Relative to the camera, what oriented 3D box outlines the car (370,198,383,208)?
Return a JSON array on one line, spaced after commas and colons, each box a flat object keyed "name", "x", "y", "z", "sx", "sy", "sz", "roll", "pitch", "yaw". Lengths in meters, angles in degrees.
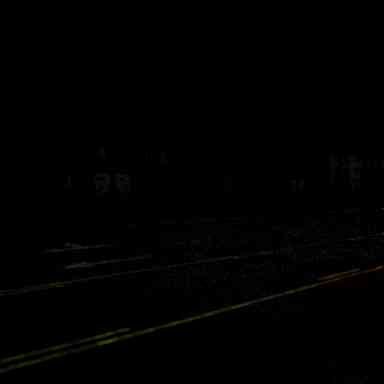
[{"name": "car", "x": 27.259, "y": 1.554, "z": 47.469, "sx": 1.994, "sy": 1.385, "sz": 4.181, "roll": 0, "pitch": 0, "yaw": 0}]
